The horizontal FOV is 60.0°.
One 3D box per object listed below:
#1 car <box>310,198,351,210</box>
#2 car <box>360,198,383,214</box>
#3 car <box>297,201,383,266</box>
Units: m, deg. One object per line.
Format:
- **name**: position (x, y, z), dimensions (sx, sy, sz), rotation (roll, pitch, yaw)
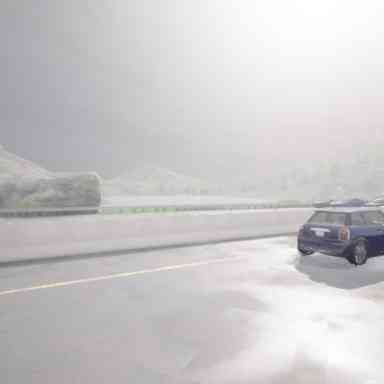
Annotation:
- **car**: position (17.292, 1.500, 41.489), dimensions (4.718, 1.301, 1.895), rotation (0, 0, -24)
- **car**: position (20.261, 1.419, 35.131), dimensions (4.892, 1.490, 1.837), rotation (0, 0, -24)
- **car**: position (5.823, 1.323, 11.569), dimensions (4.553, 1.767, 2.097), rotation (0, 0, -32)
